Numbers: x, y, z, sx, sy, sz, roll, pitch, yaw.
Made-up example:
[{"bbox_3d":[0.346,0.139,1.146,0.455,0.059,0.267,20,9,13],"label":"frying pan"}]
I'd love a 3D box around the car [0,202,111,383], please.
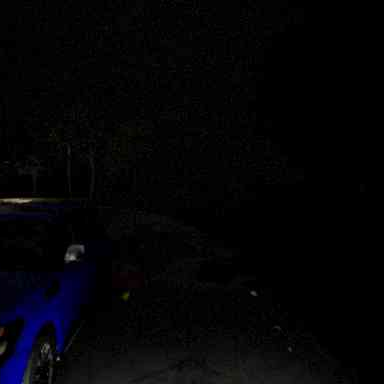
[{"bbox_3d":[-2.604,1.208,4.838,2.150,2.045,5.566,0,0,-4],"label":"car"}]
